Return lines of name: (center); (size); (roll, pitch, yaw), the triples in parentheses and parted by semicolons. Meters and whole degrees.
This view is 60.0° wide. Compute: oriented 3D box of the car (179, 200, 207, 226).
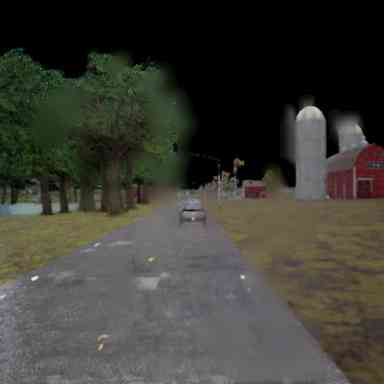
car: (0.090, 1.583, 24.348); (2.128, 1.511, 4.902); (0, 0, 0)

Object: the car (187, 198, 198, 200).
car: (0.086, 1.547, 41.975); (2.097, 1.767, 4.553); (0, 0, 0)
